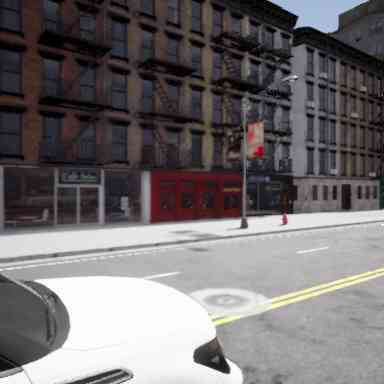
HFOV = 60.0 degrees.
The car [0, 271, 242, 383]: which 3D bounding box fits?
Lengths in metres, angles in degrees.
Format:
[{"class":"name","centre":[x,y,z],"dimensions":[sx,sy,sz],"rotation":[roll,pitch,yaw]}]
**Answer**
[{"class":"car","centre":[-2.253,1.221,1.834],"dimensions":[5.566,2.045,2.150],"rotation":[0,0,-35]}]
